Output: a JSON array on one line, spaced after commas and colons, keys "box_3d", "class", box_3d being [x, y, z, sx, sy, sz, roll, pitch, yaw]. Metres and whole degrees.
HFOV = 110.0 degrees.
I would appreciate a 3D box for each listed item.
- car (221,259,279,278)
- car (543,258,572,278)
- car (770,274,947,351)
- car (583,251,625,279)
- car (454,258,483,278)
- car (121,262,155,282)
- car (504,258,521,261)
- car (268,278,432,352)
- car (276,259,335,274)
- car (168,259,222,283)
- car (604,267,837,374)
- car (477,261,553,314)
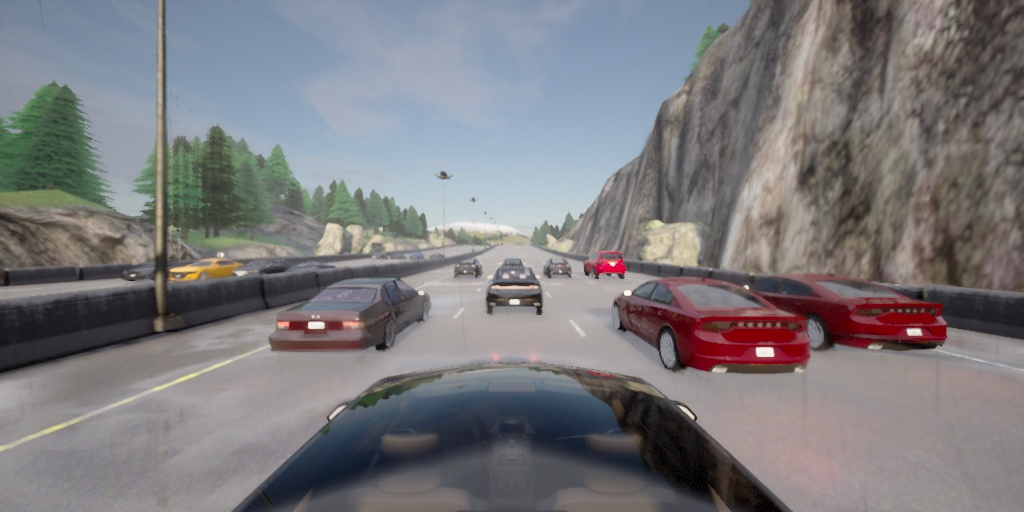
[{"box_3d": [-17.618, 0.964, 25.697, 2.128, 1.511, 4.902, 0, 1, 0], "class": "car"}, {"box_3d": [3.573, 0.908, 28.737, 2.128, 1.511, 4.902, 0, 1, 0], "class": "car"}, {"box_3d": [7.086, 1.163, 8.786, 1.882, 1.535, 5.008, 0, 1, 0], "class": "car"}, {"box_3d": [7.074, 0.652, 27.840, 2.150, 2.045, 5.566, 0, 1, 0], "class": "car"}, {"box_3d": [-3.428, 0.909, 28.735, 2.128, 1.511, 4.902, 0, 1, 0], "class": "car"}, {"box_3d": [-24.617, 1.045, 25.266, 1.994, 1.385, 4.181, 0, 1, 0], "class": "car"}, {"box_3d": [0.072, 0.920, 28.859, 1.837, 1.490, 4.892, 0, 1, 0], "class": "car"}, {"box_3d": [-3.411, 1.236, 8.763, 2.033, 1.411, 5.357, 0, 1, 0], "class": "car"}, {"box_3d": [-14.119, 1.042, 25.311, 1.994, 1.385, 4.181, 0, 1, 0], "class": "car"}, {"box_3d": [-21.118, 0.959, 25.175, 1.882, 1.535, 5.008, 0, 1, 0], "class": "car"}, {"box_3d": [3.584, 1.176, 7.549, 1.882, 1.535, 5.008, 0, 1, 0], "class": "car"}, {"box_3d": [0.087, 1.133, 13.168, 2.128, 1.511, 4.902, 0, 1, 0], "class": "car"}]
